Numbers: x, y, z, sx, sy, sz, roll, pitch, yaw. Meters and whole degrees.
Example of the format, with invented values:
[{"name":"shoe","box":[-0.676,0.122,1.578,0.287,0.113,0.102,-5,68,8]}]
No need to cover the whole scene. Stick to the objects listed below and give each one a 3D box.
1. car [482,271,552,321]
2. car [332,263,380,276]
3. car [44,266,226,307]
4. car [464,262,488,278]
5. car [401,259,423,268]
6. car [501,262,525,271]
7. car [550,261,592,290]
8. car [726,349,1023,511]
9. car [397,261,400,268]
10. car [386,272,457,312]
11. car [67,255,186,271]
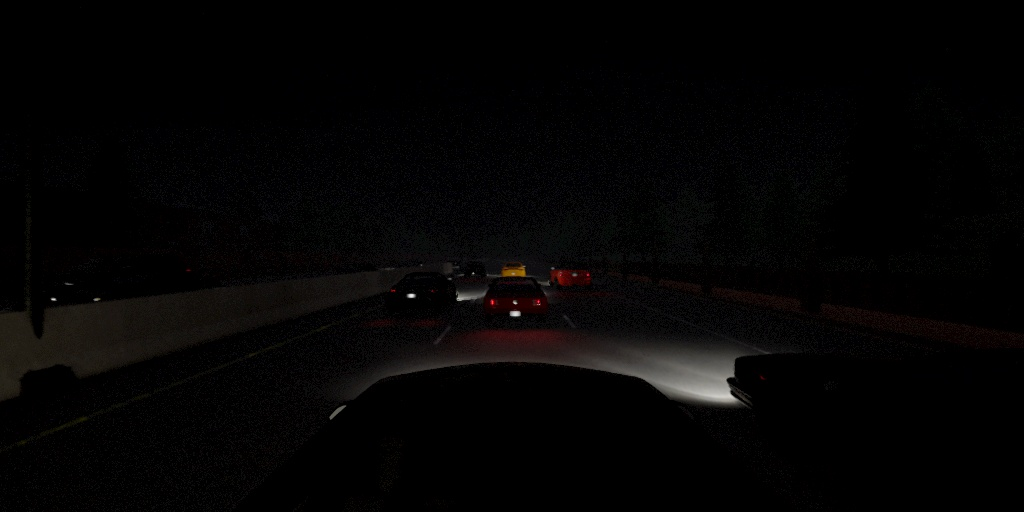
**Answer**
[{"name":"car","box":[0.093,1.351,12.414,1.895,1.301,4.718,0,0,0]},{"name":"car","box":[-10.599,1.258,24.533,1.837,1.490,4.892,0,-1,0]},{"name":"car","box":[-14.101,1.298,14.102,2.033,1.411,5.357,0,0,0]},{"name":"car","box":[-3.401,1.256,33.889,1.837,1.490,4.892,0,0,0]},{"name":"car","box":[-14.384,1.240,53.402,2.128,1.511,4.902,0,1,-1]},{"name":"car","box":[0.100,1.229,30.252,1.882,1.535,5.008,0,0,0]},{"name":"car","box":[3.601,1.103,22.671,2.097,1.767,4.553,0,0,0]},{"name":"car","box":[3.601,1.297,1.999,2.033,1.411,5.357,0,0,0]},{"name":"car","box":[-18.093,1.230,61.273,1.882,1.535,5.008,0,0,-1]},{"name":"car","box":[-3.399,1.315,14.113,1.994,1.385,4.181,0,0,0]},{"name":"car","box":[-17.600,0.974,16.144,2.150,2.045,5.566,0,0,0]}]
